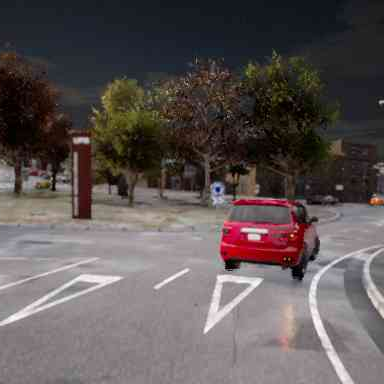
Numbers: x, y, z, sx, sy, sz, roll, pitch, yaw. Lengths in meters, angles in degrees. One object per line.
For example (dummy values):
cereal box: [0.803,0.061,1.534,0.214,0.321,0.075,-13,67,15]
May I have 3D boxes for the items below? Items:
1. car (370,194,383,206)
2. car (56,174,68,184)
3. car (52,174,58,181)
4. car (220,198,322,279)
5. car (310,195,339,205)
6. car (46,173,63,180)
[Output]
car: [28.044,1.206,48.760,4.553,1.767,2.097,1,1,-39]
car: [-31.080,-2.954,84.265,2.231,1.521,4.892,7,5,28]
car: [-33.077,-3.253,86.541,2.002,1.452,4.674,7,6,28]
car: [2.682,1.307,10.629,2.150,2.045,5.566,1,-2,25]
car: [19.661,1.166,50.268,2.033,1.411,5.357,0,1,-21]
car: [-35.168,-3.626,88.641,1.946,1.575,5.366,7,6,28]
